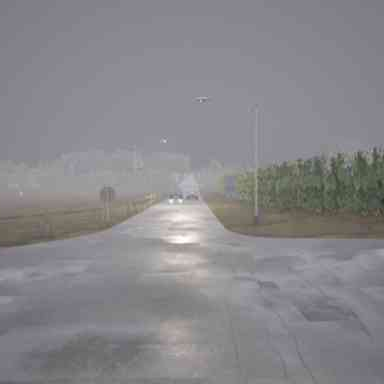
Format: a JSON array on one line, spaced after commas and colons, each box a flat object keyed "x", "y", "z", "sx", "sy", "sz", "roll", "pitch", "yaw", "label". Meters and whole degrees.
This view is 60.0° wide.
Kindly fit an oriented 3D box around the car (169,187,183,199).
[{"x": -2.744, "y": 0.137, "z": 58.990, "sx": 2.150, "sy": 2.045, "sz": 5.566, "roll": 0, "pitch": 2, "yaw": 0, "label": "car"}]

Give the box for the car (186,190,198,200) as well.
[{"x": 0.007, "y": 0.577, "z": 54.859, "sx": 1.812, "sy": 1.442, "sz": 4.674, "roll": 0, "pitch": 2, "yaw": 0, "label": "car"}]

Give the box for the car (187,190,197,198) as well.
[{"x": 0.008, "y": 0.290, "z": 64.887, "sx": 1.895, "sy": 1.301, "sz": 4.718, "roll": 0, "pitch": 2, "yaw": 0, "label": "car"}]
